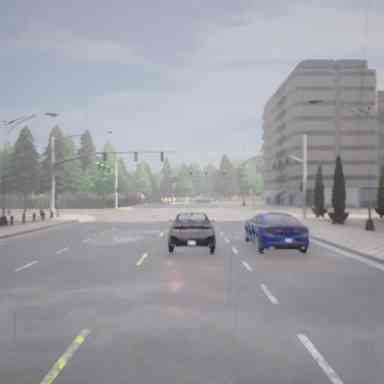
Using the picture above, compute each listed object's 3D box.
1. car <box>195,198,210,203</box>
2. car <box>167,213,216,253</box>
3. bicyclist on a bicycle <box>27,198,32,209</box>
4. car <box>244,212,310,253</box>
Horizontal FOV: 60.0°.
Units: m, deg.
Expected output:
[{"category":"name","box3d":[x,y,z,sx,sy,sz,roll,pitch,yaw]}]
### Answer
[{"category":"car","box3d":[2.992,2.405,92.878,2.033,1.411,5.357,0,-1,38]},{"category":"car","box3d":[-0.001,1.627,14.291,2.128,1.511,4.902,0,0,0]},{"category":"bicyclist on a bicycle","box3d":[-25.691,1.849,52.695,0.582,1.620,1.656,0,0,0]},{"category":"car","box3d":[3.500,1.614,14.494,1.882,1.535,5.008,0,0,0]}]
